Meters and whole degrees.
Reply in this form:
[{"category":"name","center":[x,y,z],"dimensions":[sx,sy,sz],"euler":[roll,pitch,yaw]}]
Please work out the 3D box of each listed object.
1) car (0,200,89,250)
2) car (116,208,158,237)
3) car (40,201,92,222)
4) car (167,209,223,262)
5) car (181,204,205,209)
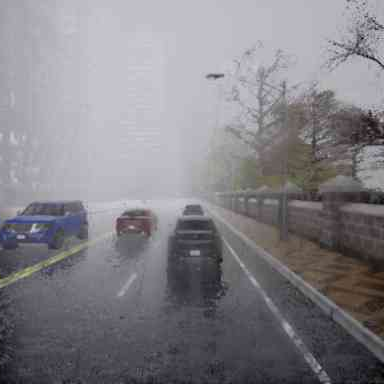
[{"category":"car","center":[-6.581,1.395,15.591],"dimensions":[2.150,2.045,5.566],"euler":[0,-1,0]},{"category":"car","center":[-3.150,1.699,19.790],"dimensions":[1.882,1.535,5.008],"euler":[0,0,0]},{"category":"car","center":[-9.748,1.449,26.294],"dimensions":[2.033,1.411,5.357],"euler":[0,-1,0]},{"category":"car","center":[0.102,1.650,12.731],"dimensions":[1.837,1.490,4.892],"euler":[0,0,0]},{"category":"car","center":[0.102,1.844,30.185],"dimensions":[1.837,1.490,4.892],"euler":[0,0,0]}]
